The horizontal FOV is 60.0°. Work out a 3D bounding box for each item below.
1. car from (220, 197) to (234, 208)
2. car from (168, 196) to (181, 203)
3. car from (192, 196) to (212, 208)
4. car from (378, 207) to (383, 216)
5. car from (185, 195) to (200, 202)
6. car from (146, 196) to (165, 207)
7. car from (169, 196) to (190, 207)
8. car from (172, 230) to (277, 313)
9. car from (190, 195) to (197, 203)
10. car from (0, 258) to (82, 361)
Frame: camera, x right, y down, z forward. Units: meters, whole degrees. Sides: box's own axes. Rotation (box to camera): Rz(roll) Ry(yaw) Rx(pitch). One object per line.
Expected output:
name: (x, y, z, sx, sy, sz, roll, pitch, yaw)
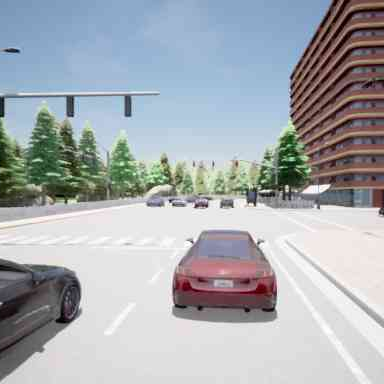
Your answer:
car: (5.105, 1.487, 48.539, 2.128, 1.511, 4.902, 0, 0, 6)
car: (-3.478, 1.596, 67.861, 1.895, 1.301, 4.718, 0, 0, 8)
car: (1.464, 1.597, 47.377, 1.895, 1.301, 4.718, 0, 0, 6)
car: (19.230, 1.617, 29.983, 4.181, 1.385, 1.994, 0, 0, 6)
car: (0.127, 1.494, 80.550, 1.837, 1.490, 4.892, 0, 0, 22)
car: (-5.503, 1.348, 49.876, 2.097, 1.767, 4.553, 0, 0, 6)
car: (-1.908, 1.597, 50.067, 1.895, 1.301, 4.718, 0, 0, 5)
car: (0.771, 1.563, 7.788, 1.994, 1.385, 4.181, 0, 0, 6)
car: (-0.257, 1.559, 65.227, 1.994, 1.385, 4.181, 0, 0, 7)
car: (-3.136, 1.525, 4.295, 1.812, 1.442, 4.674, 0, 0, 7)
